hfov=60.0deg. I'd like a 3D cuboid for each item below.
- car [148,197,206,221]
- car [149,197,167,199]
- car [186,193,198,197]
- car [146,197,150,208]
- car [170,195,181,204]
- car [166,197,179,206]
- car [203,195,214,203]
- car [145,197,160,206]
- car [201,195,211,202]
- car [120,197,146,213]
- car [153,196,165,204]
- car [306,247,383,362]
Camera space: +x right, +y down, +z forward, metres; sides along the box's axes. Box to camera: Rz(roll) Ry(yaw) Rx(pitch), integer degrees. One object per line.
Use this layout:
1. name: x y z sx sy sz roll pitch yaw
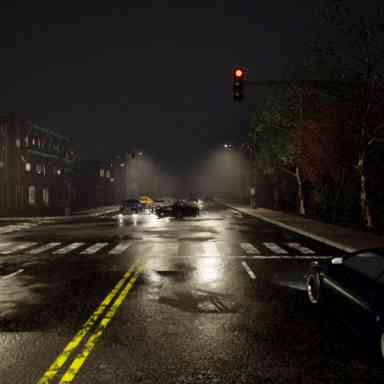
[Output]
1. car: -1.132 1.482 27.570 2.128 1.511 4.902 1 0 28
2. car: -3.352 1.513 36.972 1.812 1.442 4.674 0 0 0
3. car: 0.080 1.193 67.077 2.150 2.045 5.566 0 0 0
4. car: -6.603 1.460 45.904 1.882 1.535 5.008 0 0 0
5. car: -3.304 1.450 66.596 1.882 1.535 5.008 0 0 0
6. car: -3.339 1.578 56.320 1.895 1.301 4.718 0 0 0
7. car: 3.330 1.462 66.712 2.128 1.511 4.902 0 0 0
8. car: -6.595 1.541 55.815 1.994 1.385 4.181 0 0 0
9. car: 3.223 1.504 78.568 2.033 1.411 5.357 0 0 0
10. car: -6.631 1.513 36.819 1.812 1.442 4.674 0 0 1
11. car: -6.557 1.573 65.737 1.895 1.301 4.718 0 0 0
12. car: 3.336 1.563 5.288 1.994 1.385 4.181 0 0 1
